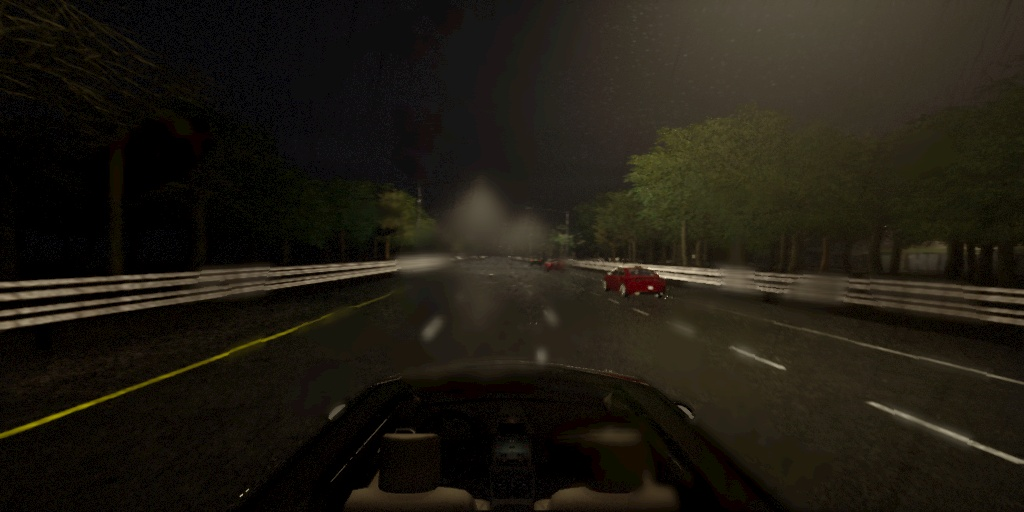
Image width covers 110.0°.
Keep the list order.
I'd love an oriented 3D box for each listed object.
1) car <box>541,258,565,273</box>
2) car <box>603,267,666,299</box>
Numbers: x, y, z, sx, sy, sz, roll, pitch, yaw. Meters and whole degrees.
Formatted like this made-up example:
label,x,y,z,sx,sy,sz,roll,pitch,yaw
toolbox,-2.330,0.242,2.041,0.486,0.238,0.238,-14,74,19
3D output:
label,x,y,z,sx,sy,sz,roll,pitch,yaw
car,5.230,1.110,44.888,2.097,1.767,4.553,1,0,-2
car,6.263,1.298,18.930,1.882,1.535,5.008,1,0,-2
